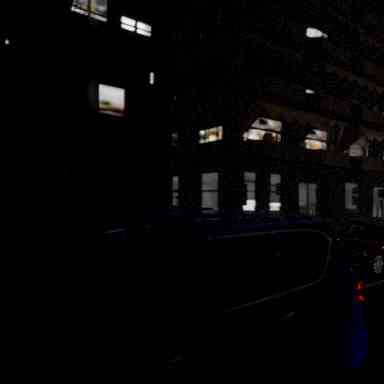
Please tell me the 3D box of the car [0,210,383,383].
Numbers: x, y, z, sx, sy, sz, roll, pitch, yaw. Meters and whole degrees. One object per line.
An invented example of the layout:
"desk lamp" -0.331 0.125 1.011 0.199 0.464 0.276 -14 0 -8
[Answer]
"car" -0.695 1.231 2.882 5.566 2.045 2.150 1 0 -36
